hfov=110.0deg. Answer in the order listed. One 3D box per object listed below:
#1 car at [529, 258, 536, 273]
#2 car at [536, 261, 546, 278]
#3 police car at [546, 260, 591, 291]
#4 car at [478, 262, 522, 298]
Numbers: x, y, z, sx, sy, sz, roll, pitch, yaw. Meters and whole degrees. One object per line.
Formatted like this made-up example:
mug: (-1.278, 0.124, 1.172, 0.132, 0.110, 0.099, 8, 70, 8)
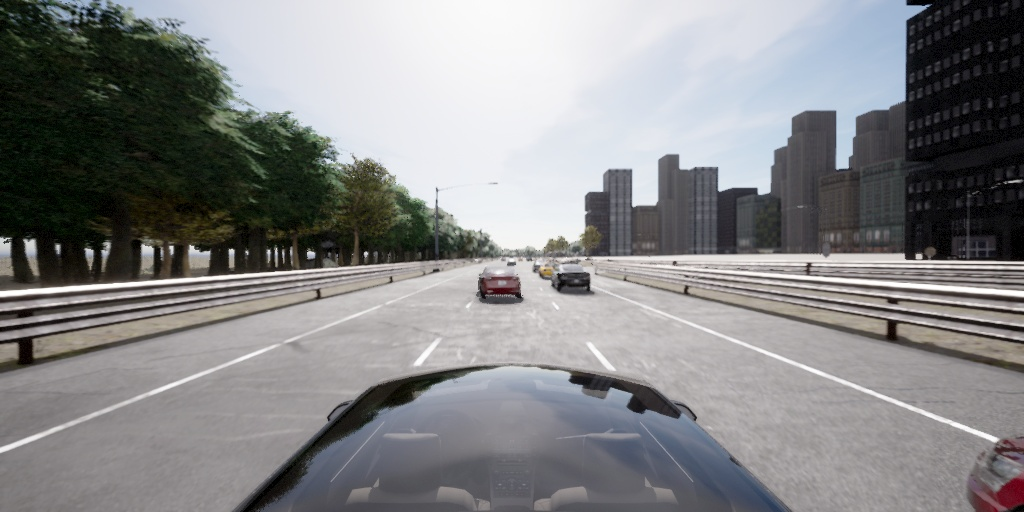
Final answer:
car: (3.498, 1.260, 43.941, 2.033, 1.411, 5.357, 0, 0, 0)
car: (3.498, 1.182, 33.130, 1.801, 1.575, 5.366, 0, 0, 0)
police car: (3.499, 1.168, 22.050, 1.930, 1.638, 5.238, 0, 0, 0)
car: (-0.659, 1.250, 18.449, 2.163, 1.488, 4.792, 0, 0, -6)
